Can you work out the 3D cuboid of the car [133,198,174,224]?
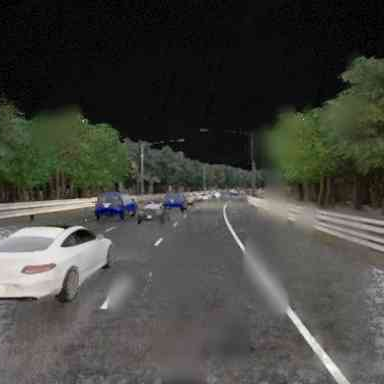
[{"bbox_3d":[-2.627,1.413,23.558,1.812,1.442,4.674,0,0,2],"label":"car"}]

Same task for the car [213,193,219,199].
[{"bbox_3d":[4.571,0.947,79.429,2.128,1.511,4.902,0,1,11],"label":"car"}]

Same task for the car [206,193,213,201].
[{"bbox_3d":[2.562,1.166,68.789,1.895,1.301,4.718,0,1,10],"label":"car"}]

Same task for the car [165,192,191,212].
[{"bbox_3d":[-1.759,1.046,36.510,2.150,2.045,5.566,0,0,5],"label":"car"}]

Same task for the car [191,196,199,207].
[{"bbox_3d":[-0.607,1.369,47.309,1.895,1.301,4.718,0,0,7],"label":"car"}]

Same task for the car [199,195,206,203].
[{"bbox_3d":[0.833,1.277,58.069,1.895,1.301,4.718,0,1,8],"label":"car"}]

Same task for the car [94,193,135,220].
[{"bbox_3d":[-5.945,1.090,26.494,2.150,2.045,5.566,0,0,4],"label":"car"}]

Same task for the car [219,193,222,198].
[{"bbox_3d":[6.870,0.871,90.041,1.812,1.442,4.674,0,1,13],"label":"car"}]

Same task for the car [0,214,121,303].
[{"bbox_3d":[-3.264,1.488,8.006,1.812,1.442,4.674,0,0,2],"label":"car"}]
